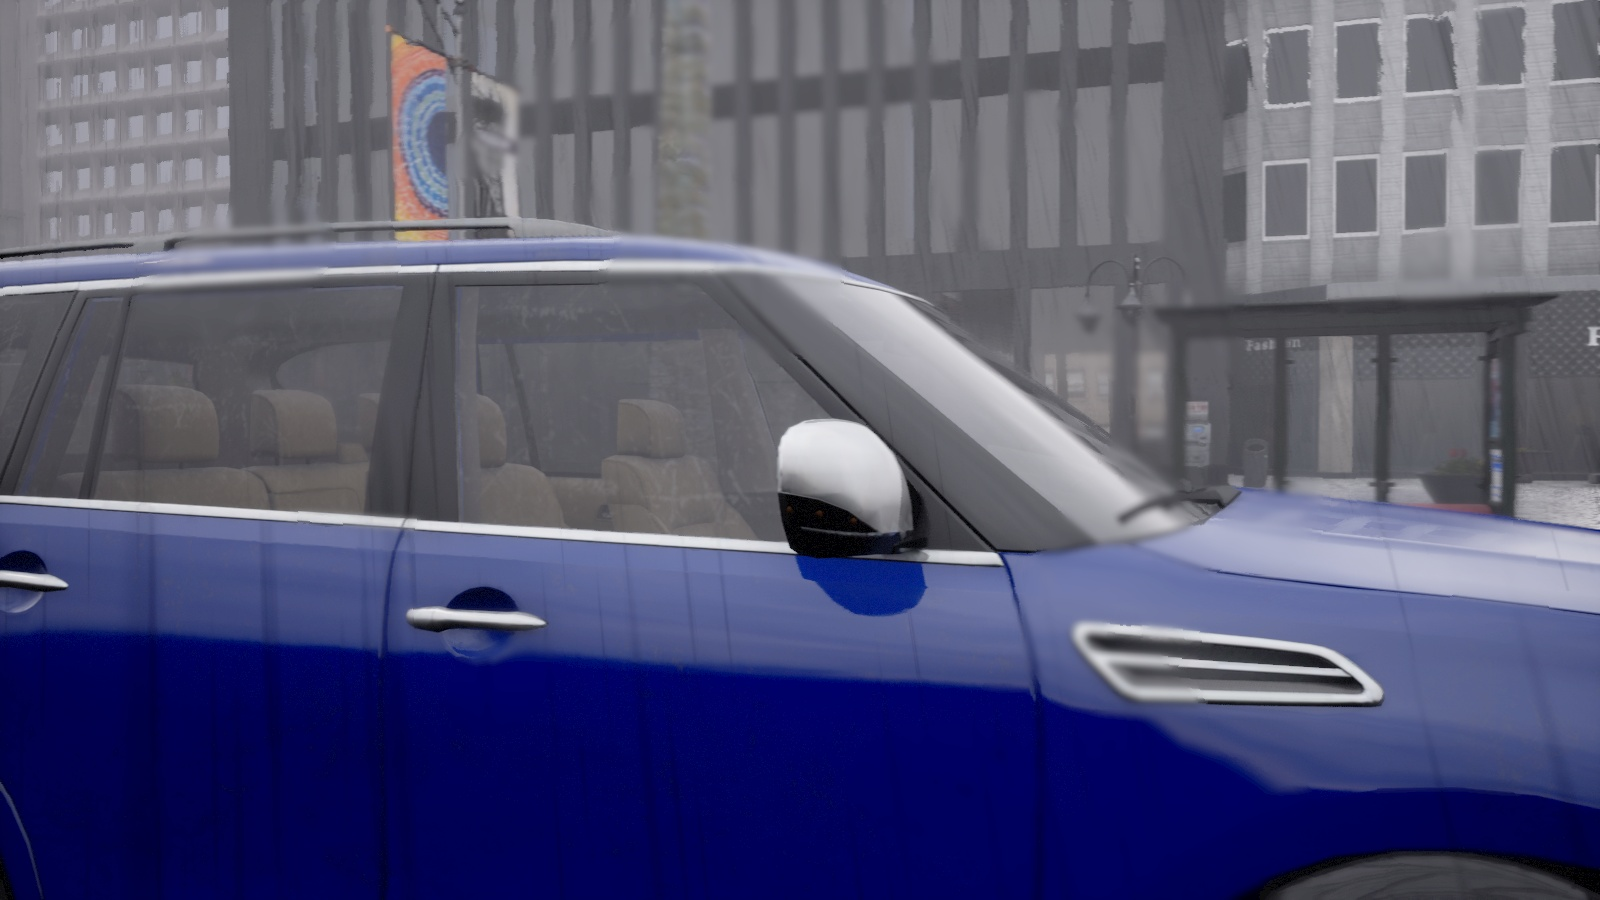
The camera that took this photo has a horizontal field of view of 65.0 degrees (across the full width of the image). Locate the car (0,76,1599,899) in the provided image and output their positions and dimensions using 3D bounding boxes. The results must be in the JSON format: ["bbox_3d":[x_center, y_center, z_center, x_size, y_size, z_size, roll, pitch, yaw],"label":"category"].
[{"bbox_3d":[-0.386,0.491,3.319,5.566,2.045,2.150,1,1,19],"label":"car"}]
